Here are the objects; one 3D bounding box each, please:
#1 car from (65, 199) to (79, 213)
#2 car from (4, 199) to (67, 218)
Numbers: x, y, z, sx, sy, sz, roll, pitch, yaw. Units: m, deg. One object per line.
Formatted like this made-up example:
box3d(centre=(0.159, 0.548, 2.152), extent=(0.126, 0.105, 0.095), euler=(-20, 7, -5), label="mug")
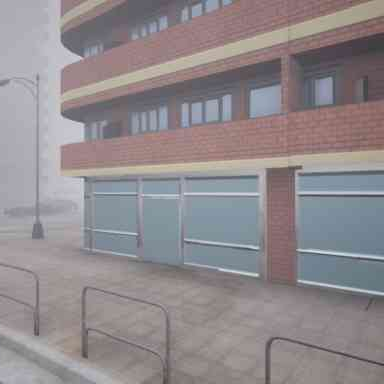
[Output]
box3d(centre=(-14.453, 1.505, 35.485), extent=(1.837, 1.490, 4.892), euler=(0, 0, 36), label="car")
box3d(centre=(-14.169, 1.601, 29.949), extent=(1.895, 1.301, 4.718), euler=(0, 0, 36), label="car")
